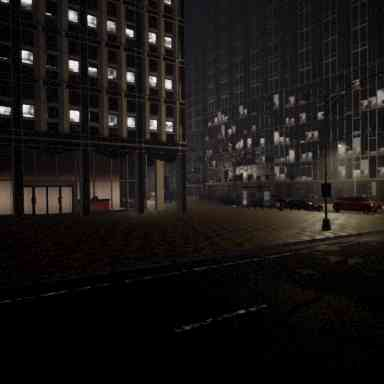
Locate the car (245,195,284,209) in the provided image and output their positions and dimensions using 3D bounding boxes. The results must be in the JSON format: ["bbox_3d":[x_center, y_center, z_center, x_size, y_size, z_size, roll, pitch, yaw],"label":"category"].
[{"bbox_3d":[8.928,1.388,40.927,1.802,1.307,4.206,0,1,-34],"label":"car"}]

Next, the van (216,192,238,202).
[{"bbox_3d":[6.276,0.855,59.783,1.690,1.788,3.998,0,1,-34],"label":"van"}]

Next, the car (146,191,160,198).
[{"bbox_3d":[-9.813,0.686,83.209,1.967,1.590,4.097,0,1,-34],"label":"car"}]

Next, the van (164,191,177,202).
[{"bbox_3d":[-3.849,0.937,59.725,1.690,1.788,3.998,0,1,-34],"label":"van"}]

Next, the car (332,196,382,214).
[{"bbox_3d":[16.892,1.206,34.084,2.097,1.767,4.553,-1,1,-35],"label":"car"}]

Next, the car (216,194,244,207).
[{"bbox_3d":[5.759,1.319,45.644,1.947,1.339,4.313,0,1,-34],"label":"car"}]

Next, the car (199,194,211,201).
[{"bbox_3d":[3.059,1.043,64.471,1.802,1.307,4.206,0,1,-34],"label":"car"}]

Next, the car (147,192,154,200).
[{"bbox_3d":[-10.285,1.039,69.098,2.008,1.369,4.403,0,1,-34],"label":"car"}]

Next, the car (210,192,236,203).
[{"bbox_3d":[5.438,1.175,50.783,1.837,1.490,4.892,-1,1,-34],"label":"car"}]

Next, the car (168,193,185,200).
[{"bbox_3d":[-3.377,0.936,73.842,1.802,1.307,4.206,0,1,-34],"label":"car"}]

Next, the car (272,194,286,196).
[{"bbox_3d":[11.296,1.117,42.234,2.097,1.767,4.553,-1,1,-34],"label":"car"}]

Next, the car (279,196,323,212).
[{"bbox_3d":[12.132,1.423,36.230,1.947,1.339,4.313,0,1,-34],"label":"car"}]
